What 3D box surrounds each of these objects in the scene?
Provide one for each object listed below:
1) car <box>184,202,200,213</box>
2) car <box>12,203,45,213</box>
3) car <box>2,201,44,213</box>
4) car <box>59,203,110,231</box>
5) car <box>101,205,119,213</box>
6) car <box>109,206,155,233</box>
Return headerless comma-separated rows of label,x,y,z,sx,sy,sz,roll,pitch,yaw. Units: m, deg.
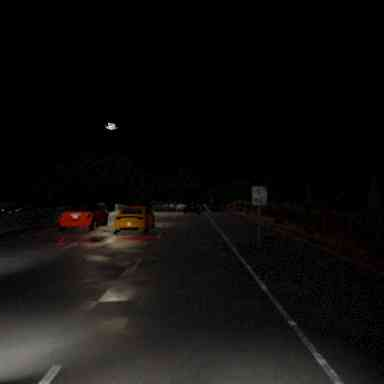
car,0.018,1.940,41.880,1.994,1.385,4.181,0,-2,0
car,-21.168,2.043,43.238,1.895,1.301,4.718,0,-2,0
car,-17.661,1.737,34.559,1.837,1.490,4.892,0,-1,0
car,-6.943,1.497,21.887,2.097,1.767,4.553,0,0,0
car,-14.153,2.995,57.493,1.895,1.301,4.718,0,-5,1
car,-3.440,1.612,20.581,1.882,1.535,5.008,0,0,0
